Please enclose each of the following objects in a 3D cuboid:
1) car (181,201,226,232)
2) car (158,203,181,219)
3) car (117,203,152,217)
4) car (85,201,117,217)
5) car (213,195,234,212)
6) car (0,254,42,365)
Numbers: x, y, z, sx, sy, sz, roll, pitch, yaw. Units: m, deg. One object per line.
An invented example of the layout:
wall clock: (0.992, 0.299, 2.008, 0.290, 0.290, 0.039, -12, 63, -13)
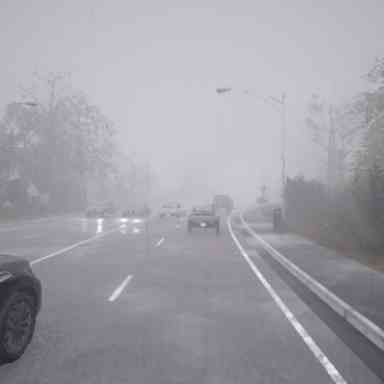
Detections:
car: (0.773, 1.558, 20.346, 2.128, 1.511, 4.902, 0, 0, 4)
car: (-1.709, 1.697, 30.483, 1.895, 1.301, 4.718, 0, 0, 8)
car: (-5.228, 1.707, 31.966, 1.994, 1.385, 4.181, 0, 0, 8)
car: (-8.694, 1.635, 32.456, 1.837, 1.490, 4.892, 0, 0, 8)
car: (3.900, 1.363, 41.643, 2.150, 2.045, 5.566, 0, 0, 13)
car: (-3.375, 1.229, 2.711, 2.150, 2.045, 5.566, 0, 0, 0)
